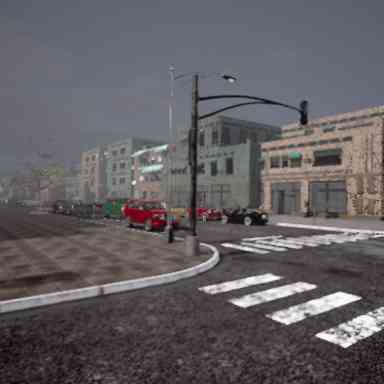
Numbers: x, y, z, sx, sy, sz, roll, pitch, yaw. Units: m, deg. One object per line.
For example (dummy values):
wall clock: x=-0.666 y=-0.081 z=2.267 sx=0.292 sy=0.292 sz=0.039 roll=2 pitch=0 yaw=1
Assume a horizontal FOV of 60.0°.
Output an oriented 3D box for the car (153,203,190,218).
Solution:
car: x=-2.267 y=1.948 z=35.650 sx=1.752 sy=1.417 sz=4.829 roll=1 pitch=-1 yaw=-35

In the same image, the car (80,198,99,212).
car: x=-13.878 y=2.021 z=47.741 sx=2.128 sy=1.511 sz=4.902 roll=1 pitch=-1 yaw=-34

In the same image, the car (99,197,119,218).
car: x=-6.652 y=1.524 z=31.832 sx=2.150 sy=2.045 sz=5.566 roll=1 pitch=-1 yaw=-35

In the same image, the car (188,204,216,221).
car: x=0.996 y=1.808 z=30.956 sx=1.967 sy=1.590 sz=4.097 roll=1 pitch=-1 yaw=-35

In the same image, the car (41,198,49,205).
car: x=-36.990 y=2.585 z=85.631 sx=1.802 sy=1.307 sz=4.206 roll=1 pitch=-1 yaw=-35

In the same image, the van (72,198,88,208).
van: x=-21.162 y=2.080 z=62.852 sx=1.690 sy=1.788 sz=3.998 roll=1 pitch=-1 yaw=-35

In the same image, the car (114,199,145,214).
car: x=-8.500 y=1.842 z=44.626 sx=2.192 sy=1.841 sz=5.009 roll=1 pitch=-1 yaw=-35

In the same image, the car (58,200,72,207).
car: x=-27.494 y=2.427 z=71.962 sx=1.802 sy=1.307 sz=4.206 roll=1 pitch=-1 yaw=-35

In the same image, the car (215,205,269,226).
car: x=4.161 y=1.880 z=26.397 sx=1.947 sy=1.339 sz=4.313 roll=1 pitch=-1 yaw=-35

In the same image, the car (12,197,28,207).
car: x=-34.374 y=2.231 z=67.181 sx=2.008 sy=1.369 sz=4.403 roll=1 pitch=-1 yaw=-35

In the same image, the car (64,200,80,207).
car: x=-24.328 y=2.337 z=67.406 sx=1.887 sy=1.381 sz=4.507 roll=1 pitch=-1 yaw=-35

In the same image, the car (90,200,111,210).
car: x=-14.831 y=2.074 z=53.738 sx=1.967 sy=1.590 sz=4.097 roll=1 pitch=-1 yaw=-35

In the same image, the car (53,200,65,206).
car: x=-30.659 y=2.480 z=76.518 sx=1.802 sy=1.307 sz=4.206 roll=1 pitch=-1 yaw=-35

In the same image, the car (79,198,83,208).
car: x=-19.633 y=1.976 z=55.944 sx=2.097 sy=1.767 sz=4.553 roll=1 pitch=-1 yaw=-35

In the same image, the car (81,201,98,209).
car: x=-17.997 y=2.268 z=58.293 sx=1.802 sy=1.307 sz=4.206 roll=1 pitch=-1 yaw=-35

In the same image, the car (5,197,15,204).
car: x=-40.704 y=2.101 z=76.298 sx=2.192 sy=1.841 sz=5.009 roll=1 pitch=-1 yaw=-35

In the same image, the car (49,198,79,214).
car: x=-15.381 y=1.803 z=39.844 sx=1.967 sy=1.590 sz=4.097 roll=1 pitch=-1 yaw=-35

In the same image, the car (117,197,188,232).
car: x=-2.719 y=1.465 z=21.620 sx=2.192 sy=1.841 sz=5.009 roll=1 pitch=-1 yaw=-35
